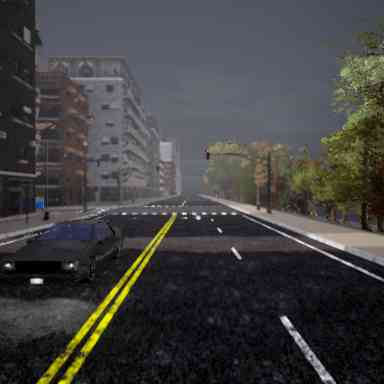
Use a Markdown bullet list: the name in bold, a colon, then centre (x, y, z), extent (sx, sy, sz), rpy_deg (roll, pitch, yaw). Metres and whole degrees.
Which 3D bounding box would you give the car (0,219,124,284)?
- **car**: centre (-3.353, 1.542, 9.849), extent (2.033, 1.411, 5.357), rpy_deg (0, 0, 0)

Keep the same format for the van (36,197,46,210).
- **van**: centre (-22.737, 1.588, 47.039), extent (3.998, 1.788, 1.690), rpy_deg (-1, 1, -1)
